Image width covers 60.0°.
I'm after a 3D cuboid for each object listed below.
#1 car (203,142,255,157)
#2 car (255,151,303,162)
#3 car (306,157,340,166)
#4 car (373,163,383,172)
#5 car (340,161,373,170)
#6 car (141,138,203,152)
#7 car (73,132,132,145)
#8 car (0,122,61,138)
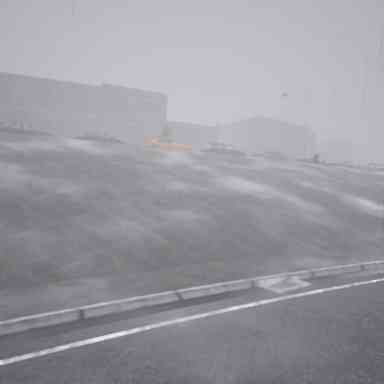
[{"bbox_3d":[3.072,-3.670,31.001,4.553,1.767,2.185,3,-1,-24],"label":"car"},{"bbox_3d":[8.247,-3.262,33.428,4.792,1.488,2.163,3,-1,-25],"label":"car"},{"bbox_3d":[13.193,-3.008,35.865,4.674,1.452,2.002,3,-1,-26],"label":"car"},{"bbox_3d":[22.941,-2.663,41.074,4.553,1.767,2.185,3,-1,-29],"label":"car"},{"bbox_3d":[18.000,-2.806,38.364,4.892,1.521,2.231,3,-1,-27],"label":"car"},{"bbox_3d":[-1.983,-3.789,28.773,5.008,1.535,2.097,3,-1,-23],"label":"car"},{"bbox_3d":[-7.104,-3.993,26.646,4.674,1.452,2.002,3,-1,-21],"label":"car"},{"bbox_3d":[-12.266,-4.271,24.631,4.892,1.521,2.231,2,-1,-20],"label":"car"}]
